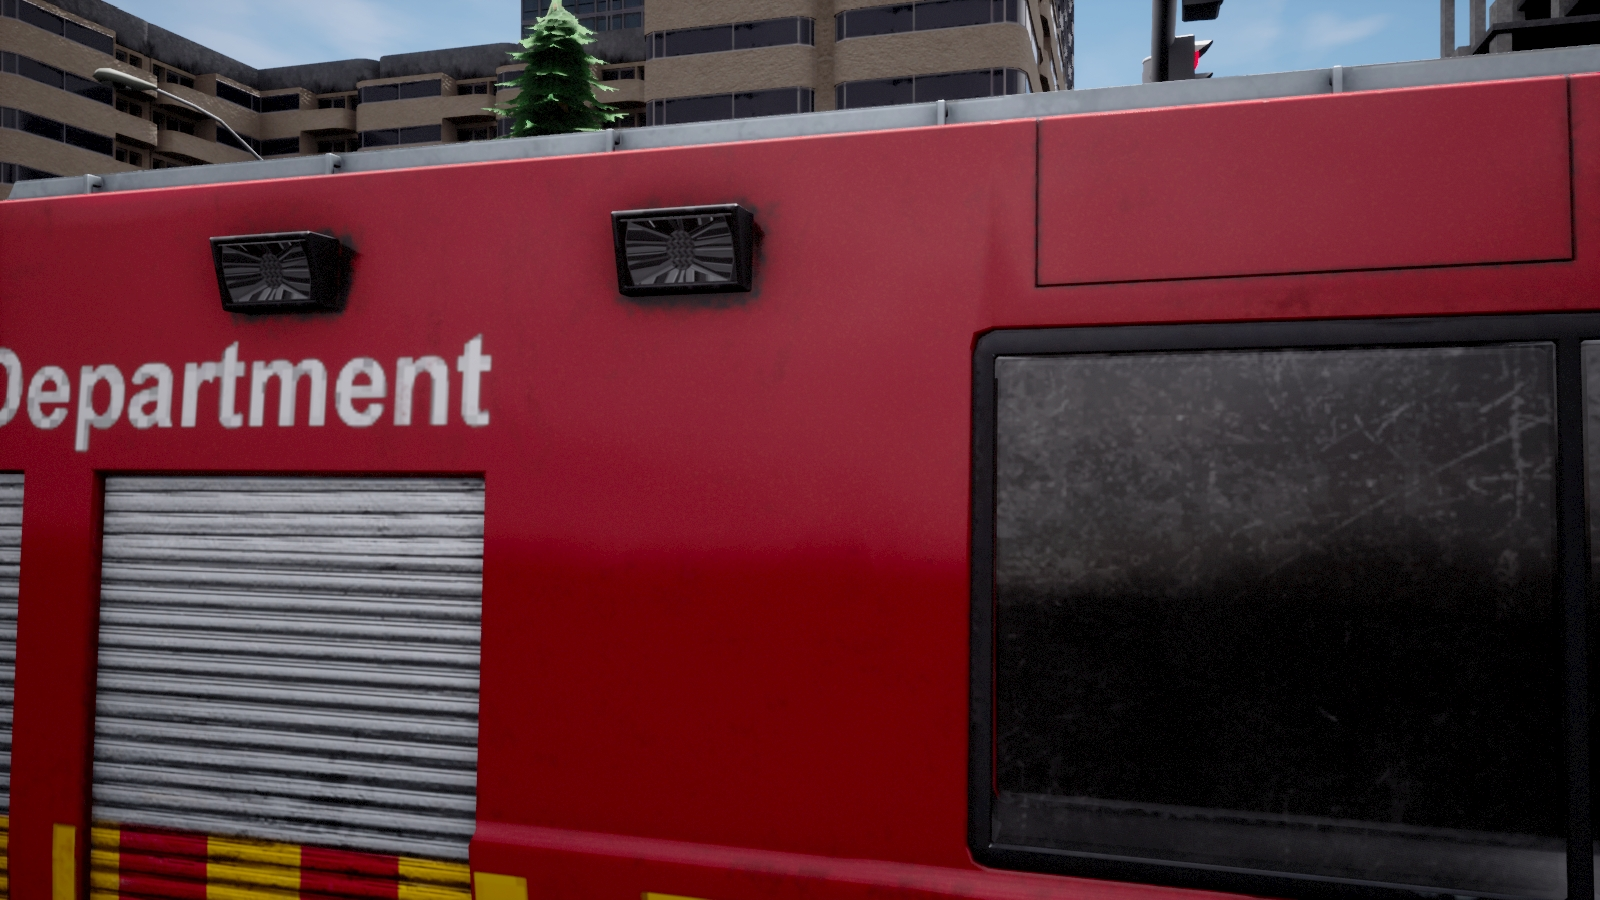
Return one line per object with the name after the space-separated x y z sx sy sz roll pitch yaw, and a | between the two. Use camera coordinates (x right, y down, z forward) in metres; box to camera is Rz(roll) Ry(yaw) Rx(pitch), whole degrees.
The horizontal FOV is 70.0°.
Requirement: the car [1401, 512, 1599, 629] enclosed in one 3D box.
12.484 2.037 20.491 2.038 1.542 4.974 0 0 16 | car

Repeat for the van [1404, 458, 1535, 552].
20.164 1.534 34.705 1.988 2.561 5.915 0 0 16 | van
